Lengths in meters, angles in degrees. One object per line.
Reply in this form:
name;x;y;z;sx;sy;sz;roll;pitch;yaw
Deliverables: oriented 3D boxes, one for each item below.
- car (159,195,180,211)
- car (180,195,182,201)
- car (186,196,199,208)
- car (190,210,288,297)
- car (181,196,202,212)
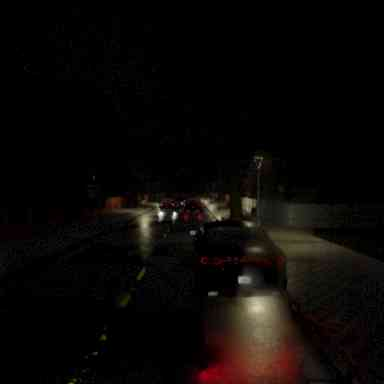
car;-2.807;1.367;39.678;1.882;1.535;5.008;0;0;0
car;-2.677;1.331;69.695;1.994;1.385;4.181;0;0;0
car;0.050;1.389;47.194;1.812;1.442;4.674;0;0;0
car;0.971;1.457;8.574;1.882;1.535;5.008;0;0;0
car;0.116;1.377;37.032;1.882;1.535;5.008;0;0;1
